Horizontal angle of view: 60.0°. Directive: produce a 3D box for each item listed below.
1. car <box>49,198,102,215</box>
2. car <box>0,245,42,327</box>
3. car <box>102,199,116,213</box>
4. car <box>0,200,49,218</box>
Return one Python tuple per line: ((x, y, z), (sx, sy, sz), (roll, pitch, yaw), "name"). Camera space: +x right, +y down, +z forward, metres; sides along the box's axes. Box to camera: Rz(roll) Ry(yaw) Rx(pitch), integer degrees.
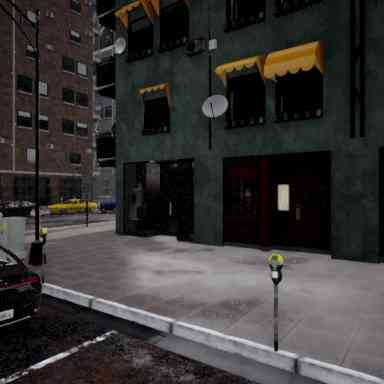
((-10.982, 1.249, 30.495), (1.752, 1.417, 4.829), (1, 1, 35), "car")
((-4.487, 1.551, 6.065), (4.403, 1.369, 2.008), (0, 0, 35), "car")
((-6.779, 1.275, 32.014), (1.895, 1.301, 4.718), (0, 1, 35), "car")
((-14.067, 1.350, 26.067), (2.008, 1.369, 4.403), (1, 1, 35), "car")
